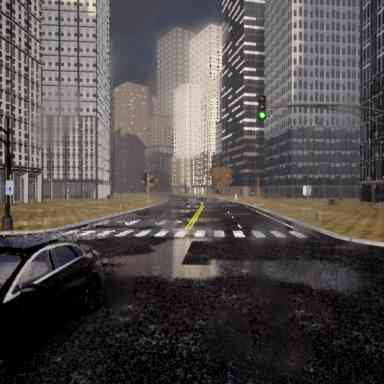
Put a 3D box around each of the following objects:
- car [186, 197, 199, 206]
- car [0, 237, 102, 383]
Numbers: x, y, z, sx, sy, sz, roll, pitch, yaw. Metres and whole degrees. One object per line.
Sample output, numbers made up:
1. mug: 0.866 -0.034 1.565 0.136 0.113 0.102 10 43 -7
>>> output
1. car: 0.119 1.434 53.360 2.033 1.411 5.357 0 0 2
2. car: -2.817 1.503 4.817 2.128 1.511 4.902 0 0 4
